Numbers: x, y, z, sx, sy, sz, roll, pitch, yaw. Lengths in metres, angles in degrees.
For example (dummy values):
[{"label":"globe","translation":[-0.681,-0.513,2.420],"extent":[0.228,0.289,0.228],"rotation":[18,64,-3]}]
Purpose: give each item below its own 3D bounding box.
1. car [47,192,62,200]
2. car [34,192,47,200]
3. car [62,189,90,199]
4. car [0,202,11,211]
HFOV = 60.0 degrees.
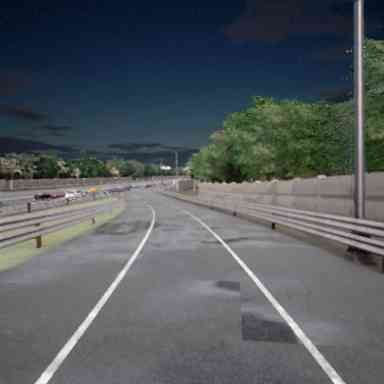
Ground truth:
[{"label":"car","translation":[-27.188,0.670,68.549],"extent":[2.097,1.767,4.553],"rotation":[0,3,8]},{"label":"car","translation":[-30.647,0.779,69.084],"extent":[1.882,1.535,5.008],"rotation":[0,3,8]},{"label":"car","translation":[-23.711,0.547,68.132],"extent":[2.150,2.045,5.566],"rotation":[0,3,8]},{"label":"car","translation":[-26.878,2.047,45.426],"extent":[2.128,1.511,4.902],"rotation":[0,3,8]}]
